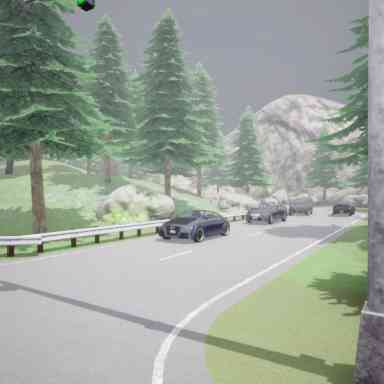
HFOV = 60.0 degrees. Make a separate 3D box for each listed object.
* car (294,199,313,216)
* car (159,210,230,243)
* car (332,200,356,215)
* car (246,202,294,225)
[{"bbox_3d":[11.003,1.530,33.503,1.837,1.490,4.892,0,0,26],"label":"car"},{"bbox_3d":[0.223,1.579,16.466,1.994,1.385,4.181,0,0,33],"label":"car"},{"bbox_3d":[15.140,1.611,33.246,1.837,1.490,4.892,0,-1,27],"label":"car"},{"bbox_3d":[5.648,1.512,24.801,2.128,1.511,4.902,0,0,33],"label":"car"}]
